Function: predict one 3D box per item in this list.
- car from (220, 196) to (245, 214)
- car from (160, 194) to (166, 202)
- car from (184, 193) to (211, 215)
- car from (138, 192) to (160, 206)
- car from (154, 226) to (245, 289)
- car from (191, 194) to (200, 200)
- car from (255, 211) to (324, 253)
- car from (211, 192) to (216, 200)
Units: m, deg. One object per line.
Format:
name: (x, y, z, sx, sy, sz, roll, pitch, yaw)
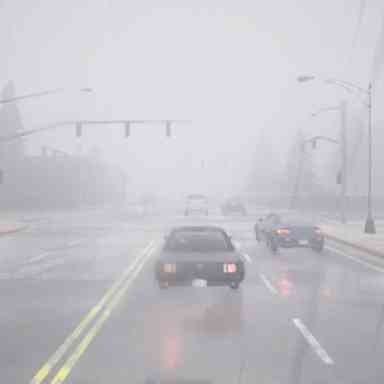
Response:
car: (3.937, 1.222, 32.885, 2.097, 1.767, 4.553, 0, 0, 1)
car: (-6.327, 1.091, 65.690, 2.097, 1.767, 4.553, 0, 0, 1)
car: (0.431, 1.094, 32.211, 2.150, 2.045, 5.566, 0, 0, 1)
car: (-6.548, 1.022, 49.834, 2.150, 2.045, 5.566, 0, 0, 1)
car: (0.158, 1.565, 8.991, 1.895, 1.301, 4.718, 0, 0, 0)
car: (0.780, 1.095, 74.221, 2.033, 1.411, 5.357, 0, 0, 1)
car: (3.719, 1.474, 13.243, 1.812, 1.442, 4.674, 0, 0, 1)
car: (4.280, 0.911, 74.153, 2.097, 1.767, 4.553, 0, 0, 1)
